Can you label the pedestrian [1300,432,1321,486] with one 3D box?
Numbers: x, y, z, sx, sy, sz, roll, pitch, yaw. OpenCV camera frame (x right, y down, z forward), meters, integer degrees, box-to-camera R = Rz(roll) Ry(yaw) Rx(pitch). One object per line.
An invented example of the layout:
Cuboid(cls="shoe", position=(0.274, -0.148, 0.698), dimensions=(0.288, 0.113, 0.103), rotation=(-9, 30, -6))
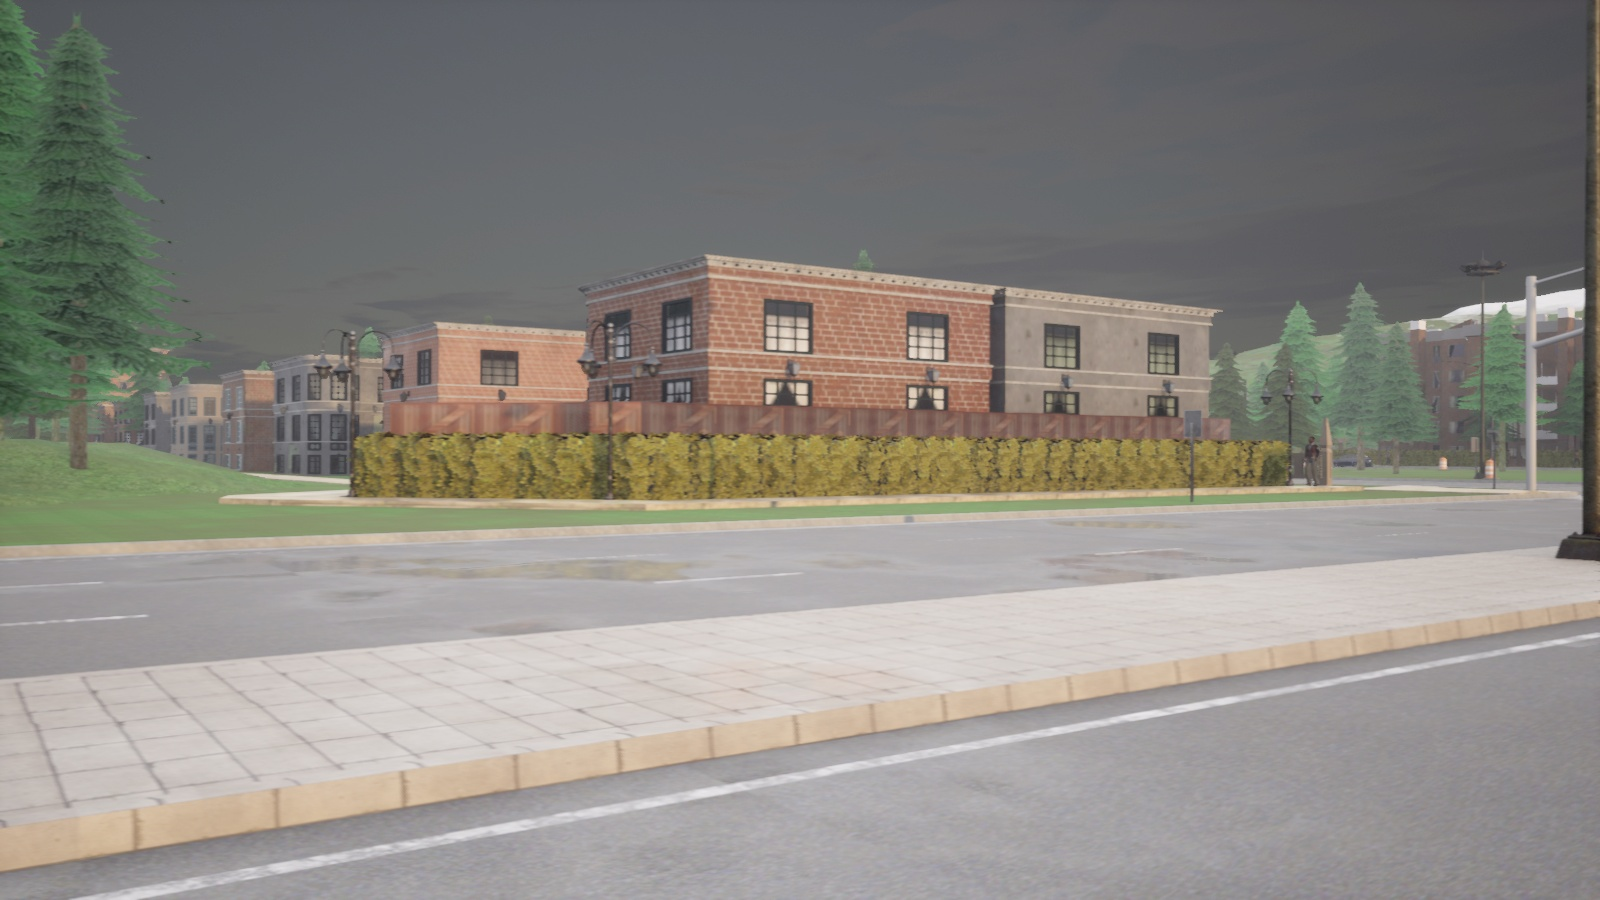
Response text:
Cuboid(cls="pedestrian", position=(18.523, 0.318, 45.576), dimensions=(0.666, 1.930, 0.402), rotation=(0, 0, -35))
